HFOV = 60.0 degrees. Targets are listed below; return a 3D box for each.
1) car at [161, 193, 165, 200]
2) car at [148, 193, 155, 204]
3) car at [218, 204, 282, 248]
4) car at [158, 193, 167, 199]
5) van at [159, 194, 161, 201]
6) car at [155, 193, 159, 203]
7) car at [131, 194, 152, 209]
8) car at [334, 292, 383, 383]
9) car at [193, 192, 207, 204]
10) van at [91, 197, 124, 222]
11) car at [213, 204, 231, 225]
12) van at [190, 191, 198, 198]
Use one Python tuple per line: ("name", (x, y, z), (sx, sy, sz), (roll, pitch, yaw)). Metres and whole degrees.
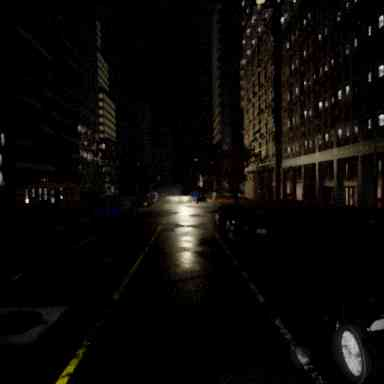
("car", (-7.248, 1.128, 69.829), (1.887, 1.381, 4.507), (-2, 0, -1))
("car", (-6.734, 1.265, 47.166), (1.752, 1.417, 4.829), (-2, 0, -1))
("car", (2.408, 1.400, 13.784), (1.947, 1.339, 4.313), (-2, 1, -1))
("car", (-7.631, 1.025, 86.700), (2.008, 1.369, 4.403), (-2, 0, -1))
("van", (-6.999, 1.001, 58.581), (1.690, 1.788, 3.998), (-2, 0, -1))
("car", (-6.864, 1.243, 52.960), (1.887, 1.381, 4.507), (-2, 0, -1))
("car", (-6.609, 1.329, 41.712), (2.008, 1.369, 4.403), (-2, 0, -1))
("car", (2.663, 1.478, 2.537), (2.008, 1.369, 4.403), (-2, 1, -1))
("car", (1.513, 1.122, 53.150), (1.802, 1.307, 4.206), (-2, 0, -1))
("van", (-6.232, 1.246, 24.840), (1.690, 1.788, 3.998), (-2, 0, -1))
("car", (2.280, 1.355, 19.408), (1.947, 1.339, 4.313), (-2, 0, -1))
("van", (0.737, 0.657, 86.889), (1.690, 1.788, 3.998), (-2, 0, -1))
